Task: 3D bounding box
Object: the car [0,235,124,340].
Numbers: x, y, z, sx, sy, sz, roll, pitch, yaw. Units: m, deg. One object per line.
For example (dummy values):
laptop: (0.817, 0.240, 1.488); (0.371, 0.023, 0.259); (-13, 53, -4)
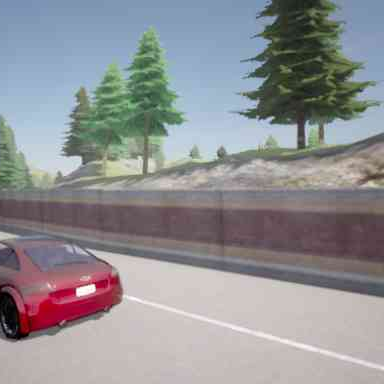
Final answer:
car: (-3.298, 1.570, 6.660); (4.181, 1.385, 1.994); (0, 0, 38)
